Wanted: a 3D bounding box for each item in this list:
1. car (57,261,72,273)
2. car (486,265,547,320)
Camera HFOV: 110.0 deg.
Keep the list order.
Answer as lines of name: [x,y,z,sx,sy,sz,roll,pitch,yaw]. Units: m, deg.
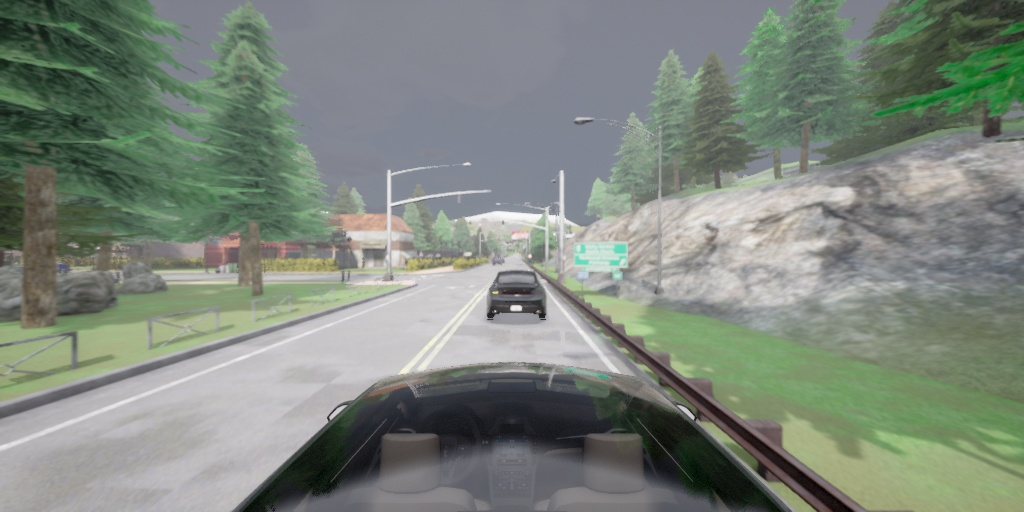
car: [-46.957,1.208,36.150,4.674,1.442,1.812,0,0,12]
car: [0.167,1.222,12.518,1.837,1.490,4.892,0,0,1]
